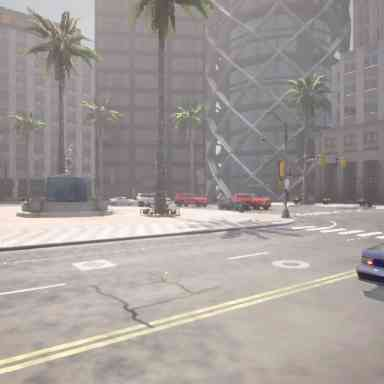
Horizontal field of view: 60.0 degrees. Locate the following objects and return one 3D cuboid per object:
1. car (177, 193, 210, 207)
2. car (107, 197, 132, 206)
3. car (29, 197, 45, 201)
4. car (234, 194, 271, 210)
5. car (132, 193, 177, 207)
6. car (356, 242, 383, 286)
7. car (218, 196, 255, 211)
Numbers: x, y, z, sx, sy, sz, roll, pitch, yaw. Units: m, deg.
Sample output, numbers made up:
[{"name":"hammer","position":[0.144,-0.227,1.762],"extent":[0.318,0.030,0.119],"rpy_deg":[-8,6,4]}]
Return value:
[{"name":"car","position":[-0.070,1.222,50.100],"extent":[5.566,2.045,2.150],"rpy_deg":[0,0,32]},{"name":"car","position":[-11.265,1.526,54.646],"extent":[4.674,1.442,1.812],"rpy_deg":[0,0,12]},{"name":"car","position":[-27.984,1.564,61.633],"extent":[4.181,1.385,1.994],"rpy_deg":[0,0,-10]},{"name":"car","position":[7.629,1.221,43.192],"extent":[2.150,2.045,5.566],"rpy_deg":[0,0,-38]},{"name":"car","position":[-5.640,1.223,49.337],"extent":[5.566,2.045,2.150],"rpy_deg":[0,0,23]},{"name":"car","position":[6.197,1.547,8.193],"extent":[5.357,1.411,2.033],"rpy_deg":[0,0,-35]},{"name":"car","position":[5.098,1.564,40.692],"extent":[1.994,1.385,4.181],"rpy_deg":[0,0,-39]}]
